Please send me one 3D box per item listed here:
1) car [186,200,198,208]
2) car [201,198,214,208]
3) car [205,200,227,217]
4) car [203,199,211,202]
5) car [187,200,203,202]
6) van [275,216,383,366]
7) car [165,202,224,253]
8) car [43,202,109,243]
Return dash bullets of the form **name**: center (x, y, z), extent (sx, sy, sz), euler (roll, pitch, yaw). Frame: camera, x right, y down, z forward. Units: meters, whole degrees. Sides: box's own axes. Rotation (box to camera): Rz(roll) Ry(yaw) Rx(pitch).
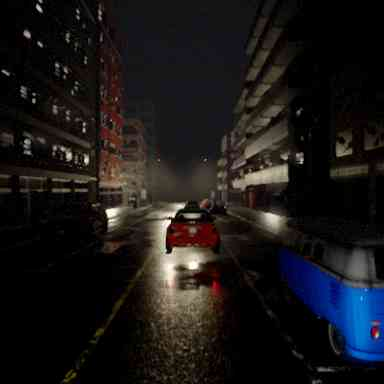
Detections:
- **car**: center (0.030, 2.051, 57.276), extent (1.994, 1.385, 4.181), euler (0, -1, 0)
- **car**: center (2.607, 1.924, 56.898), extent (1.967, 1.590, 4.097), euler (-1, -1, 0)
- **car**: center (2.637, 1.837, 34.158), extent (2.008, 1.369, 4.403), euler (-1, 0, 0)
- **car**: center (2.623, 1.929, 45.528), extent (1.887, 1.381, 4.507), euler (-1, 0, 0)
- **car**: center (0.050, 1.846, 40.811), extent (1.837, 1.490, 4.892), euler (0, -1, 0)
- **van**: center (2.669, 1.389, 5.738), extent (1.690, 1.788, 3.998), euler (-1, 0, 0)
- **car**: center (0.014, 1.472, 14.466), extent (2.097, 1.767, 4.553), euler (0, 0, 0)
- **car**: center (-5.726, 1.457, 17.101), extent (2.192, 1.841, 5.009), euler (-1, 0, 0)
